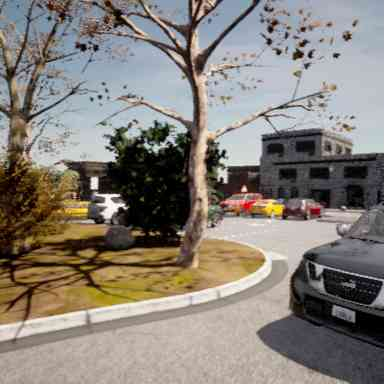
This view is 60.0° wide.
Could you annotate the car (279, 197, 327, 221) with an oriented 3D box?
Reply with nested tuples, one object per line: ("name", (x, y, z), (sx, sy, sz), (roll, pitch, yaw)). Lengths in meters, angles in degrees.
("car", (9.221, 1.300, 27.373), (2.185, 1.767, 4.553), (0, 0, 41))

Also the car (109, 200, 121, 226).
("car", (-2.446, 1.422, 21.300), (2.231, 1.521, 4.892), (0, 0, 41))

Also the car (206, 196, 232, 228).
("car", (-0.415, 1.164, 19.569), (2.435, 2.045, 5.566), (0, 0, 41))

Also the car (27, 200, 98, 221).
("car", (-10.987, 1.510, 28.501), (1.946, 1.575, 5.366), (-1, -1, 41))

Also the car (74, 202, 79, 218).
("car", (-8.985, 1.477, 26.749), (1.946, 1.575, 5.366), (-1, -1, 41))

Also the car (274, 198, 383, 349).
("car", (4.134, 1.204, 5.919), (5.566, 2.045, 2.150), (0, 2, -38))

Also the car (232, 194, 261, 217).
("car", (4.723, 1.186, 31.275), (2.435, 2.045, 5.566), (0, 0, 41))

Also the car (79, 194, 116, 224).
("car", (-4.542, 1.179, 23.147), (2.435, 2.045, 5.566), (0, 0, 41))

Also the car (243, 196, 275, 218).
("car", (6.944, 1.431, 29.381), (2.097, 1.535, 5.008), (0, 0, 41))
